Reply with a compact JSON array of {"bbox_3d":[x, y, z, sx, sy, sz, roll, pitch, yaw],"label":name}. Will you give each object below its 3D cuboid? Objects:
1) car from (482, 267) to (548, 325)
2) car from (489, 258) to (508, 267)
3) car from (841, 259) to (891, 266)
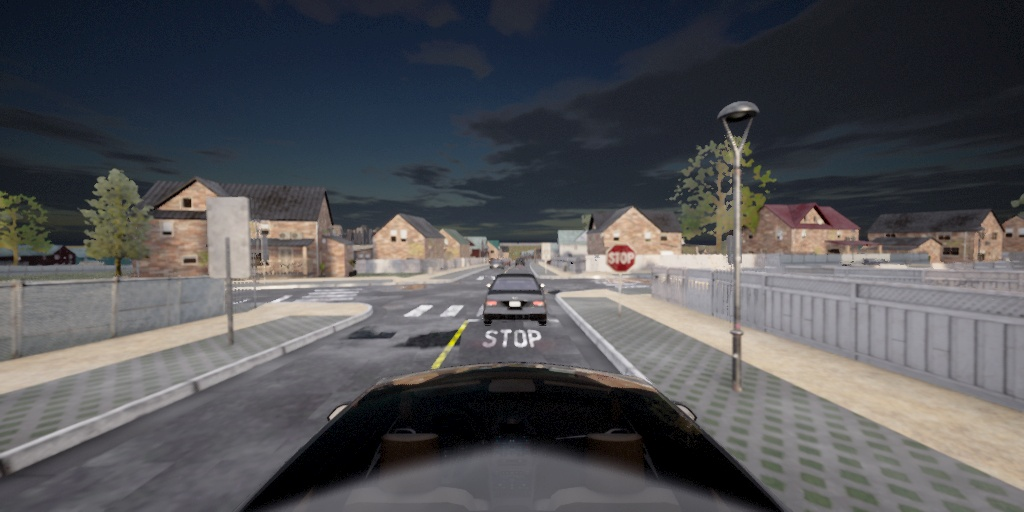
[{"bbox_3d":[0.111,1.254,11.597,2.033,1.411,5.357,0,0,1],"label":"car"},{"bbox_3d":[-2.039,1.139,49.320,2.128,1.511,4.902,0,0,2],"label":"car"},{"bbox_3d":[33.106,0.909,33.363,4.718,1.301,1.895,0,2,-17],"label":"car"}]
